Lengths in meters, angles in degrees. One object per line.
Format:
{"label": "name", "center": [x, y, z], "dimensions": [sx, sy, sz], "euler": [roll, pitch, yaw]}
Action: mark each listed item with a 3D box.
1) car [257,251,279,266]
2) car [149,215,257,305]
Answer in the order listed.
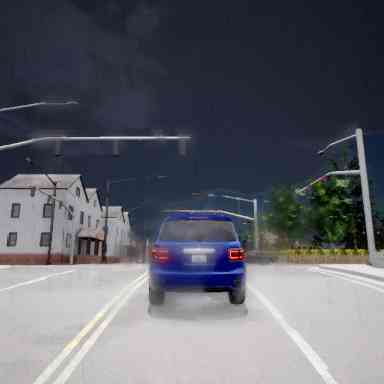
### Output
{"label": "car", "center": [5.149, 5.924, 29.698], "dimensions": [4.718, 1.301, 1.895], "euler": [0, -12, 1]}
{"label": "car", "center": [0.084, 1.762, 9.324], "dimensions": [2.150, 2.045, 5.566], "euler": [0, -7, -1]}
